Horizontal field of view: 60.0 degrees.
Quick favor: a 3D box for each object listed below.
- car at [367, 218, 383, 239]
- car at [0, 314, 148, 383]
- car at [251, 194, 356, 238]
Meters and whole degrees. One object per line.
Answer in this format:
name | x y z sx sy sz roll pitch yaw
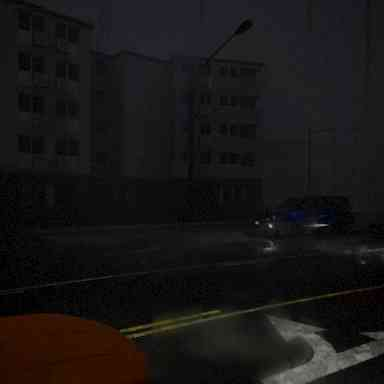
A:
car | 10.596 1.477 15.434 5.008 1.535 1.882 0 0 -15
car | -2.600 1.478 1.793 5.008 1.535 1.882 0 0 -36
car | 5.971 1.220 17.747 5.566 2.045 2.150 0 0 -17
